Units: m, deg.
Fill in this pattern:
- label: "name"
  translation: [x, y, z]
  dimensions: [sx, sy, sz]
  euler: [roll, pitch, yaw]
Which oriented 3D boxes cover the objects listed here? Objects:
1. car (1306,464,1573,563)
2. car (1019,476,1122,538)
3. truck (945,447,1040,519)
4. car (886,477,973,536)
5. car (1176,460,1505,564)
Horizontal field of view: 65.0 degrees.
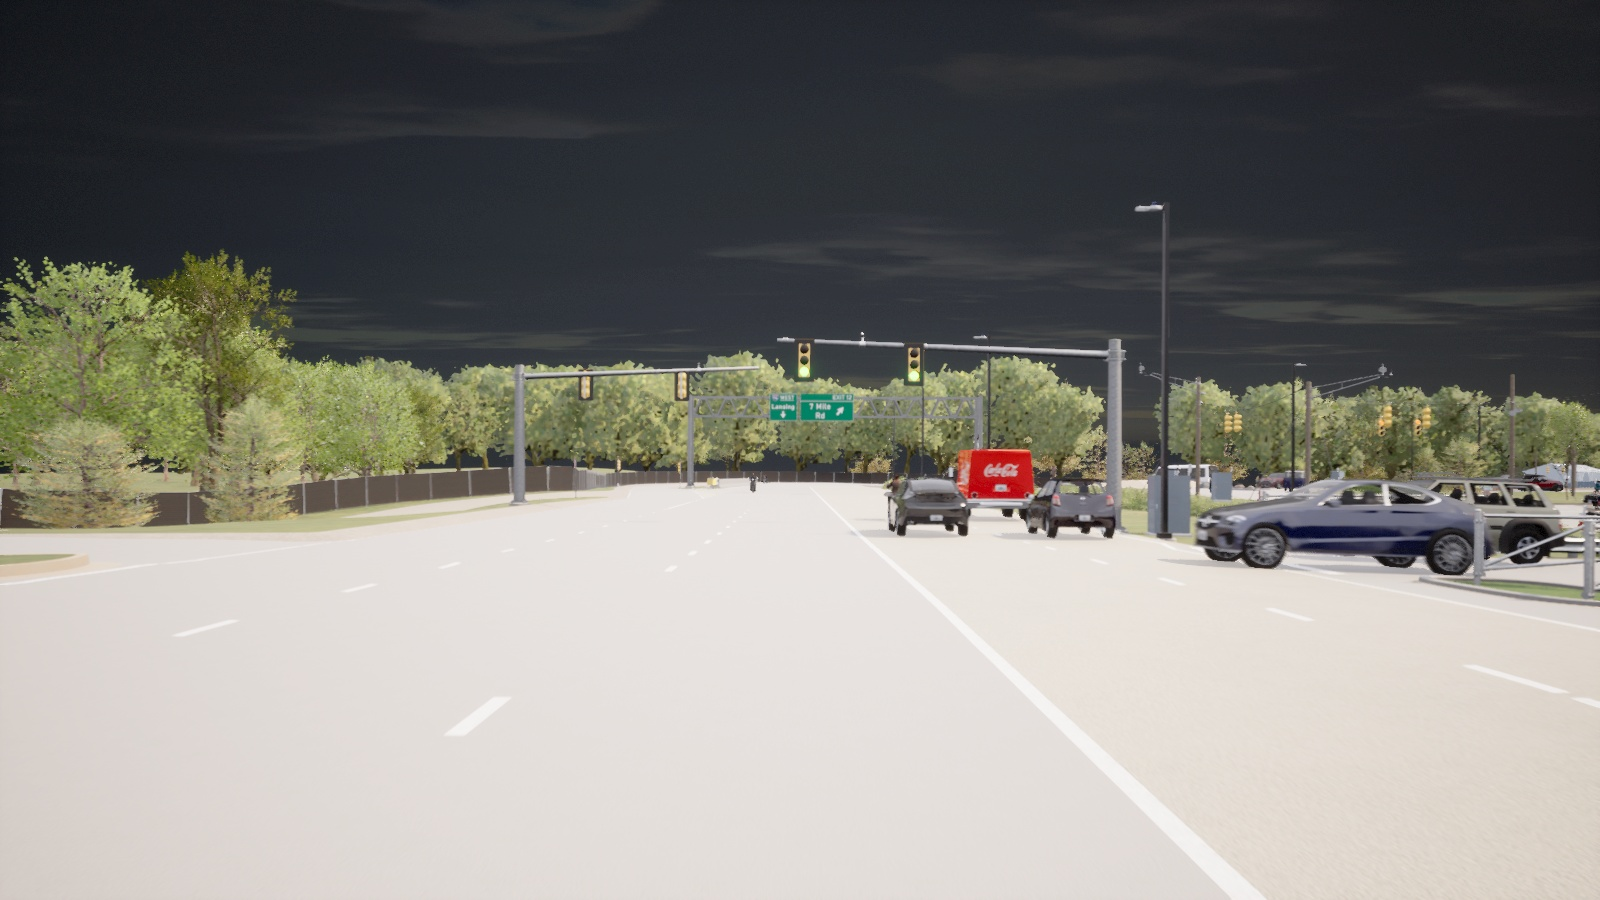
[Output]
- label: "car"
  translation: [13.362, 1.310, 26.421]
  dimensions: [4.605, 1.855, 1.932]
  euler: [2, -1, -1]
- label: "car"
  translation: [6.926, 1.436, 32.514]
  dimensions: [1.845, 1.501, 3.633]
  euler: [0, -1, 0]
- label: "truck"
  translation: [6.888, 1.187, 45.634]
  dimensions: [2.627, 2.467, 5.204]
  euler: [0, -1, 0]
- label: "car"
  translation: [3.418, 1.473, 33.976]
  dimensions: [1.837, 1.490, 4.892]
  euler: [0, -1, 0]
- label: "car"
  translation: [9.695, 1.099, 22.820]
  dimensions: [5.027, 1.651, 2.152]
  euler: [2, -1, -1]
